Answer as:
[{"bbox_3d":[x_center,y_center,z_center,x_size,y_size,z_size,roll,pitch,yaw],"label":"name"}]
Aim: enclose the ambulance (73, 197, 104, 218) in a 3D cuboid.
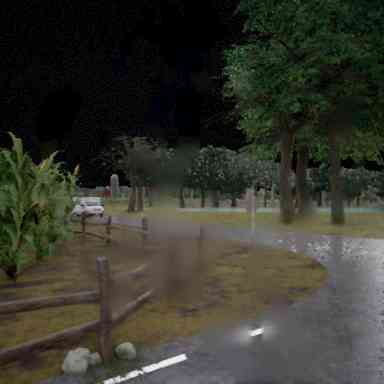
[{"bbox_3d":[-13.084,1.912,41.946,2.351,2.431,6.366,1,-2,-35],"label":"ambulance"}]
